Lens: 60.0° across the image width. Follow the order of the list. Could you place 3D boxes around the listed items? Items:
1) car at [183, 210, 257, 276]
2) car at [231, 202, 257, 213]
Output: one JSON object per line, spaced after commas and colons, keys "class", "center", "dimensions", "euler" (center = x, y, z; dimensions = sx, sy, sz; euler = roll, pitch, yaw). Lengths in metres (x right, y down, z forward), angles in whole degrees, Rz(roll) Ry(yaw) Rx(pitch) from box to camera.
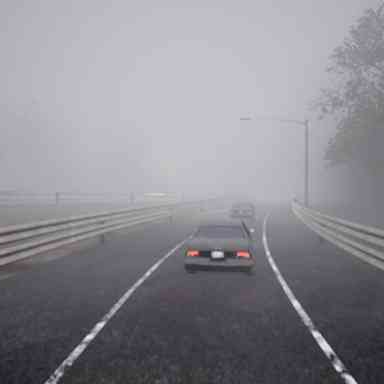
{"class": "car", "center": [0.952, 1.521, 10.363], "dimensions": [2.033, 1.411, 5.357], "euler": [0, 0, 8]}
{"class": "car", "center": [4.051, 1.494, 26.021], "dimensions": [2.033, 1.411, 5.357], "euler": [0, 0, 14]}
